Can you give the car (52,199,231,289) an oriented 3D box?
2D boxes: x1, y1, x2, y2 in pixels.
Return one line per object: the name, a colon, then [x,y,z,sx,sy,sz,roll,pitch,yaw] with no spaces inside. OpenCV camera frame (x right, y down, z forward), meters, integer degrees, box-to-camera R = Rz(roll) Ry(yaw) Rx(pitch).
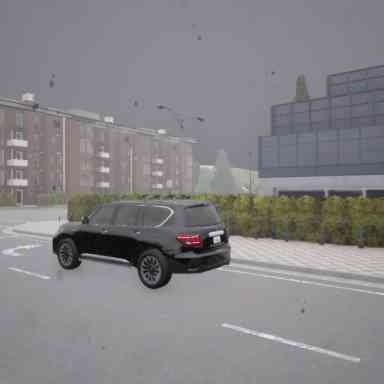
car: [-1.597,1.221,9.415,5.566,2.045,2.150,0,0,35]
